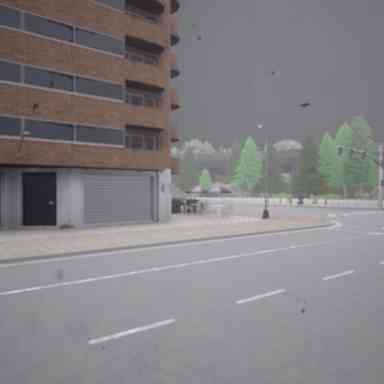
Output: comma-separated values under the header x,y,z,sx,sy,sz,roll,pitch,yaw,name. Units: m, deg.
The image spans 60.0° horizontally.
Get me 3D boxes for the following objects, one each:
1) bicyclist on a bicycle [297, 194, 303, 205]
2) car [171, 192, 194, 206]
x,y,z,sx,sy,sz,roll,pitch,yaw,name
15.489,1.098,47.473,1.656,1.620,0.582,-1,0,-36,bicyclist on a bicycle
-2.517,1.076,46.871,5.566,2.045,2.150,0,0,44,car
